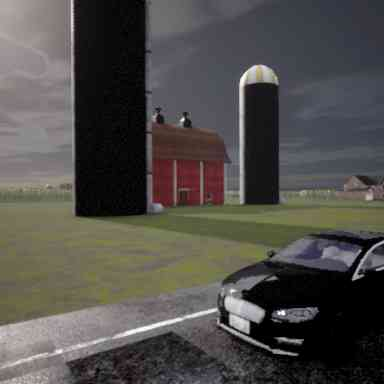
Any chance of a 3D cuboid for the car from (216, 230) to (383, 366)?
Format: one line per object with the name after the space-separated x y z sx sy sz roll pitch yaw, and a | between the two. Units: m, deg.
2.623 1.489 5.863 4.902 1.511 2.128 0 0 -35 | car
